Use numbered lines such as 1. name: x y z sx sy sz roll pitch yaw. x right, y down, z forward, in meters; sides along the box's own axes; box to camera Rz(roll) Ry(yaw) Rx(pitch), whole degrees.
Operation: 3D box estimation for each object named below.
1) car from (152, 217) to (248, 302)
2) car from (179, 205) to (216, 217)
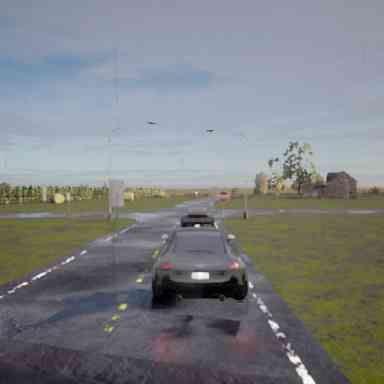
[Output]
1. car: 0.159 1.567 8.350 1.994 1.385 4.181 0 0 0
2. car: 0.322 1.512 19.432 1.837 1.490 4.892 0 0 1
